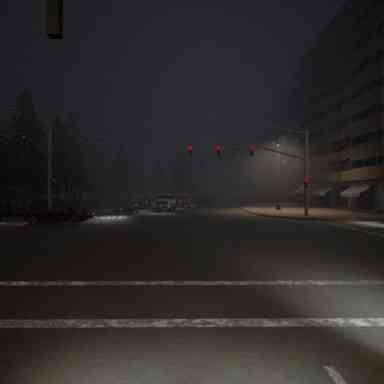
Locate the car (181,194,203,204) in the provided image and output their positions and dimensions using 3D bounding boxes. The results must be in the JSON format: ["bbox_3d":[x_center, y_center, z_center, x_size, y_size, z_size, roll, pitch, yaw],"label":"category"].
[{"bbox_3d":[0.049,1.352,63.214,2.097,1.767,4.553,0,0,33],"label":"car"}]

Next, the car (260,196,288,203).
[{"bbox_3d":[16.237,1.478,65.735,5.008,1.535,1.882,0,0,-40],"label":"car"}]

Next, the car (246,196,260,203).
[{"bbox_3d":[13.142,1.478,68.108,5.008,1.535,1.882,0,0,-41],"label":"car"}]

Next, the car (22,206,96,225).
[{"bbox_3d":[-9.534,1.648,23.943,4.718,1.301,1.895,0,0,0],"label":"car"}]

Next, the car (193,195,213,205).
[{"bbox_3d":[2.071,1.492,59.867,2.128,1.511,4.902,0,0,30],"label":"car"}]

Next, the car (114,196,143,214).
[{"bbox_3d":[-6.921,1.492,35.286,2.128,1.511,4.902,0,0,2],"label":"car"}]

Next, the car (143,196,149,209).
[{"bbox_3d":[-6.370,1.352,44.371,2.097,1.767,4.553,0,0,7],"label":"car"}]

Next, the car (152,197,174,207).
[{"bbox_3d":[-4.585,1.526,53.195,1.812,1.442,4.674,0,0,18],"label":"car"}]

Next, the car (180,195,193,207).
[{"bbox_3d":[-1.813,1.352,50.398,2.097,1.767,4.553,0,0,16],"label":"car"}]

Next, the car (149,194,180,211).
[{"bbox_3d":[-3.272,1.221,40.398,2.150,2.045,5.566,0,0,6],"label":"car"}]

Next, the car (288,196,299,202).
[{"bbox_3d":[21.938,1.525,73.634,4.902,1.511,2.128,0,0,-22],"label":"car"}]
